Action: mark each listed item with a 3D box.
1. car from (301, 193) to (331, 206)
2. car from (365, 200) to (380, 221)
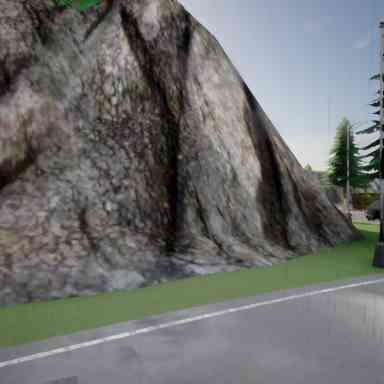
[{"bbox_3d":[20.655,1.226,55.296,5.566,2.045,2.150,0,0,-30],"label":"car"},{"bbox_3d":[15.317,1.352,24.471,2.097,1.767,4.553,0,0,-25],"label":"car"}]
